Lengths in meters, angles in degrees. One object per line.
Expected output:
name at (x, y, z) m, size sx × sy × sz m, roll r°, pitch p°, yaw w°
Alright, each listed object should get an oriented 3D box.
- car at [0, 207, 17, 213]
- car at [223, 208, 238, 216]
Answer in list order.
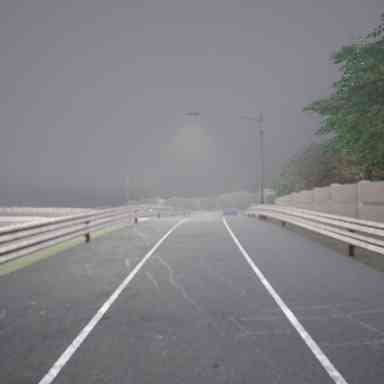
car at (-28.355, 2.829, 48.563) m, size 5.008 × 1.535 × 1.882 m, roll 2°, pitch -4°, yaw -30°
car at (9.980, 5.174, 85.450) m, size 2.150 × 2.045 × 5.566 m, roll -2°, pitch -5°, yaw 31°
